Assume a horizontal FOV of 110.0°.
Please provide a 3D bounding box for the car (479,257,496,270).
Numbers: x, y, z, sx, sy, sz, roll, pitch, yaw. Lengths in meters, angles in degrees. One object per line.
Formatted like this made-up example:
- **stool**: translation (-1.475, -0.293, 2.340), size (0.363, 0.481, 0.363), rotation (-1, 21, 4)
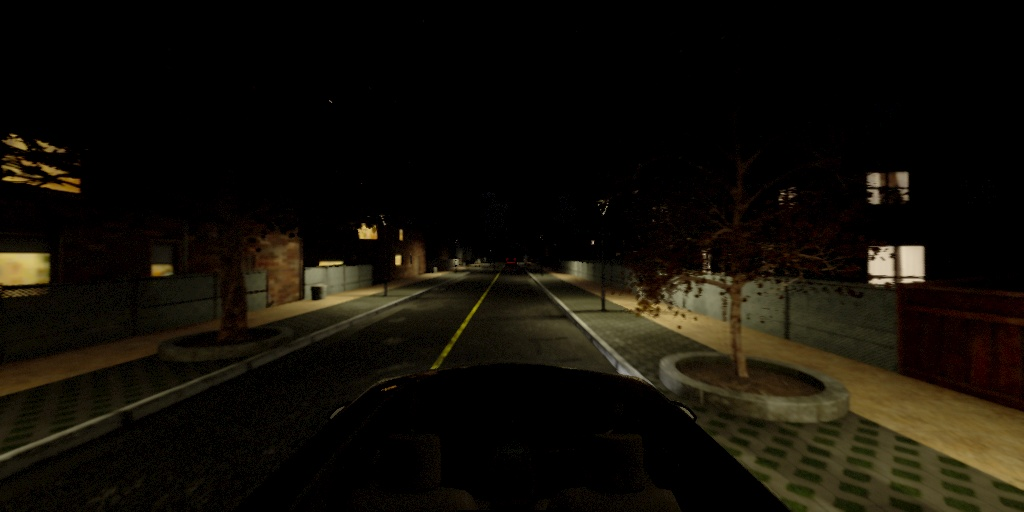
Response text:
- **car**: translation (-2.850, 0.905, 42.759), size (2.128, 1.511, 4.902), rotation (0, 0, 0)

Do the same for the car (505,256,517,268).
- **car**: translation (-0.151, 1.273, 62.649), size (1.837, 1.490, 4.892), rotation (0, 0, 0)
